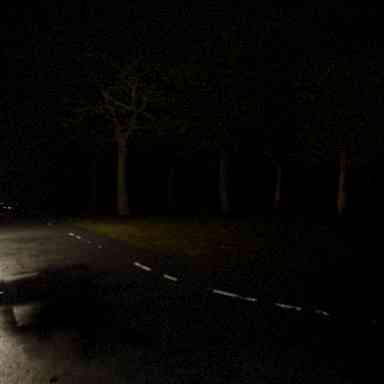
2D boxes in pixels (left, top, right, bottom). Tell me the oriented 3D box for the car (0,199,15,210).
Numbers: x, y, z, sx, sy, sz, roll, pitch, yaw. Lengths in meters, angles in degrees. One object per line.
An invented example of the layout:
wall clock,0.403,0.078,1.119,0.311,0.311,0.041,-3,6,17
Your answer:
car,-28.007,1.845,49.885,2.128,1.511,4.902,-1,0,-32

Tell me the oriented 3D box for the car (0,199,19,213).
car,-22.729,1.884,41.372,1.994,1.385,4.181,-1,0,-32
